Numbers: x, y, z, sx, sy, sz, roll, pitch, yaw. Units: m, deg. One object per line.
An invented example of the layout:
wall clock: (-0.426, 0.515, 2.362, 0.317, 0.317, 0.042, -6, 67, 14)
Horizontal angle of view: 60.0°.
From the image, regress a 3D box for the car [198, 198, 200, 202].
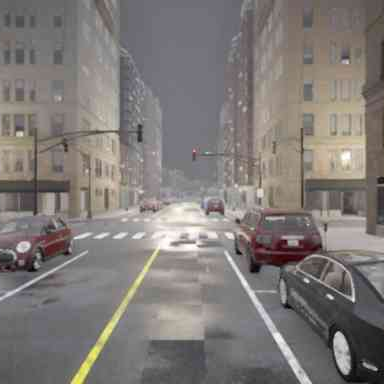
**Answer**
car: (2.495, 1.837, 54.555, 2.192, 1.841, 5.009, 0, -1, 0)

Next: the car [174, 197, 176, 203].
car: (-5.694, 2.343, 82.039, 2.008, 1.369, 4.403, 0, -1, 0)

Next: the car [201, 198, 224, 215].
car: (2.568, 1.679, 38.044, 2.192, 1.841, 5.009, 0, -1, 0)

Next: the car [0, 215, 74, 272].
car: (-5.423, 1.552, 10.958, 1.967, 1.590, 4.097, 0, -1, 0)

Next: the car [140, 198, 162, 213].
car: (-5.571, 1.740, 43.517, 2.192, 1.841, 5.009, 0, -1, 0)

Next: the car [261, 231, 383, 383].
car: (2.622, 1.601, 5.305, 2.008, 1.369, 4.403, 0, -1, 0)

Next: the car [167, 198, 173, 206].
car: (-5.659, 2.232, 71.032, 1.887, 1.381, 4.507, 0, -1, 0)

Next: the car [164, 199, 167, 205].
car: (-5.606, 2.080, 54.522, 2.008, 1.369, 4.403, 0, -1, 0)

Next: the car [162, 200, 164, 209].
car: (-5.589, 2.043, 49.018, 1.947, 1.339, 4.313, 0, -1, 0)

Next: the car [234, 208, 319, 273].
car: (2.602, 1.420, 10.989, 2.192, 1.841, 5.009, 0, -1, 0)
